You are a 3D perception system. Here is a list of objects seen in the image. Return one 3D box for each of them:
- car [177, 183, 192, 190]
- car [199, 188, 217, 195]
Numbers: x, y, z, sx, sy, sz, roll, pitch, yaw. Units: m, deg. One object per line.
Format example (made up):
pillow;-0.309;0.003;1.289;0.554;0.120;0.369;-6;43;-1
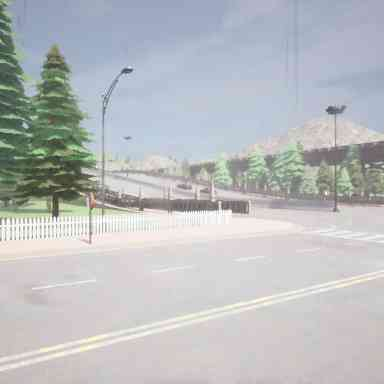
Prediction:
car;-1.795;-1.376;78.239;2.128;1.511;4.902;0;7;-34
car;3.467;-0.204;70.502;1.812;1.442;4.674;0;7;-34
